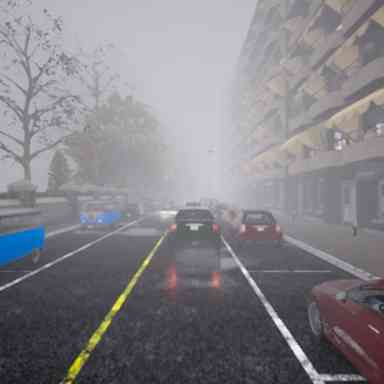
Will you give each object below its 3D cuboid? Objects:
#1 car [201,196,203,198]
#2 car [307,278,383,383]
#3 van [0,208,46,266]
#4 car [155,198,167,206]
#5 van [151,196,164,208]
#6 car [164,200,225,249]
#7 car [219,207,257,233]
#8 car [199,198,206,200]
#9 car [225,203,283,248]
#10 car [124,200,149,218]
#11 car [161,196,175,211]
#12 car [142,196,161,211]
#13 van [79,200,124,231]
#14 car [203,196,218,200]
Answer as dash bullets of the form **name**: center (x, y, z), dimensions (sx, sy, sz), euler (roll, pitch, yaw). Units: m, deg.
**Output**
- **car**: center (2.762, 1.749, 54.592), dimensions (1.752, 1.417, 4.829), euler (0, 0, 0)
- **car**: center (2.696, 1.597, 3.748), dimensions (1.802, 1.307, 4.206), euler (0, 0, 0)
- **van**: center (-5.677, 1.377, 9.391), dimensions (1.690, 1.788, 3.998), euler (0, 0, 0)
- **car**: center (-5.612, 1.832, 60.062), dimensions (1.802, 1.307, 4.206), euler (0, 0, 0)
- **van**: center (-5.619, 1.564, 54.432), dimensions (1.690, 1.788, 3.998), euler (0, 0, 0)
- **car**: center (0.104, 1.409, 14.868), dimensions (2.097, 1.767, 4.553), euler (0, 0, 0)
- **car**: center (2.717, 1.661, 20.641), dimensions (1.802, 1.307, 4.206), euler (0, 0, 0)
- **car**: center (0.125, 1.622, 30.410), dimensions (1.837, 1.490, 4.892), euler (0, 0, 0)
- **car**: center (2.710, 1.498, 15.010), dimensions (1.967, 1.590, 4.097), euler (0, 0, 0)
- **car**: center (-5.648, 1.689, 31.912), dimensions (1.947, 1.339, 4.313), euler (0, 0, 0)
- **car**: center (-3.032, 1.671, 44.992), dimensions (2.128, 1.511, 4.902), euler (0, 0, 0)
- **car**: center (-5.633, 1.486, 43.173), dimensions (2.192, 1.841, 5.009), euler (0, 0, 0)
- **van**: center (-5.663, 1.420, 20.652), dimensions (1.690, 1.788, 3.998), euler (0, 0, 0)
- **car**: center (2.746, 1.611, 43.161), dimensions (1.967, 1.590, 4.097), euler (0, 0, 0)
